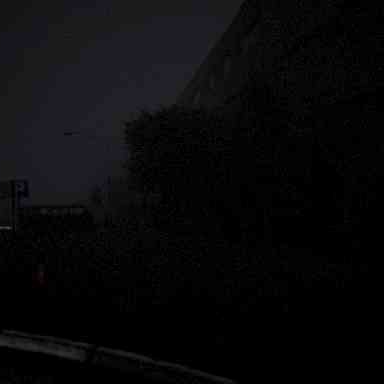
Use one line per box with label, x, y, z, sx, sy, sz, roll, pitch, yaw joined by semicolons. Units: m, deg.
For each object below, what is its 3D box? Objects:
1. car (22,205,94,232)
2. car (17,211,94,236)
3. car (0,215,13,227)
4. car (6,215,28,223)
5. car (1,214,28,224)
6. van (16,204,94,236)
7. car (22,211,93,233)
car;-11.461;2.269;28.829;5.566;2.045;2.435;0;-4;-20
car;-9.537;2.186;23.598;4.792;1.488;2.163;0;-3;-20
car;-26.177;4.172;47.469;1.895;1.301;4.718;0;-4;-20
car;-43.917;6.822;83.477;4.553;1.767;2.185;0;-4;-20
car;-43.037;6.502;80.821;5.566;2.045;2.435;0;-4;-20
van;-8.528;1.779;21.019;4.442;1.987;1.878;0;-3;-20
car;-10.513;2.333;26.252;5.008;1.535;2.097;0;-4;-20
